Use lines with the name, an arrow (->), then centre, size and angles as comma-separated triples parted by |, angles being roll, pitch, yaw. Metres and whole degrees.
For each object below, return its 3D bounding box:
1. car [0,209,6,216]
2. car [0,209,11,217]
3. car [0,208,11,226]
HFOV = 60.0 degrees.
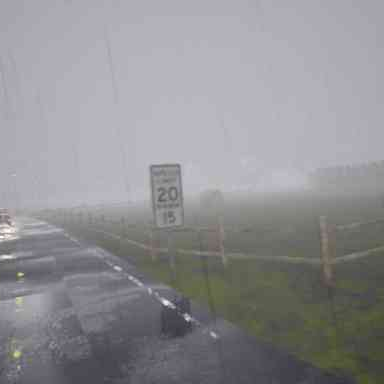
car -> -47.716, 5.067, 82.552 | 2.128, 1.511, 4.902 | -4, 0, -36
car -> -41.677, 4.642, 74.022 | 1.882, 1.535, 5.008 | -4, 0, -35
car -> -22.278, 2.877, 38.503 | 2.150, 2.045, 5.566 | -4, 0, -30
